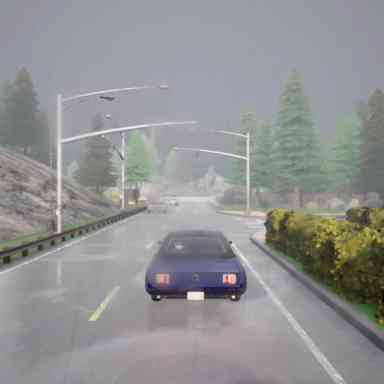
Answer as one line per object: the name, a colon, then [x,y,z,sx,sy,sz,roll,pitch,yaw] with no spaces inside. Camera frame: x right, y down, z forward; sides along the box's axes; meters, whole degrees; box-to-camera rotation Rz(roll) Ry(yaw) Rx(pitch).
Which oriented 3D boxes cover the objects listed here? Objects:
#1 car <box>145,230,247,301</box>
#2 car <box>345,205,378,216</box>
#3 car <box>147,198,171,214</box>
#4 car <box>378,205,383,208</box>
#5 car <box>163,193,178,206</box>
car: [0.081,1.601,8.263,1.895,1.301,4.718,0,0,0]
car: [15.491,1.763,27.836,4.718,1.301,1.895,0,0,0]
car: [-3.592,1.601,35.325,1.895,1.301,4.718,0,0,0]
car: [17.073,1.384,24.121,5.566,2.045,2.150,0,0,0]
car: [-3.550,1.223,54.590,2.150,2.045,5.566,0,0,1]
